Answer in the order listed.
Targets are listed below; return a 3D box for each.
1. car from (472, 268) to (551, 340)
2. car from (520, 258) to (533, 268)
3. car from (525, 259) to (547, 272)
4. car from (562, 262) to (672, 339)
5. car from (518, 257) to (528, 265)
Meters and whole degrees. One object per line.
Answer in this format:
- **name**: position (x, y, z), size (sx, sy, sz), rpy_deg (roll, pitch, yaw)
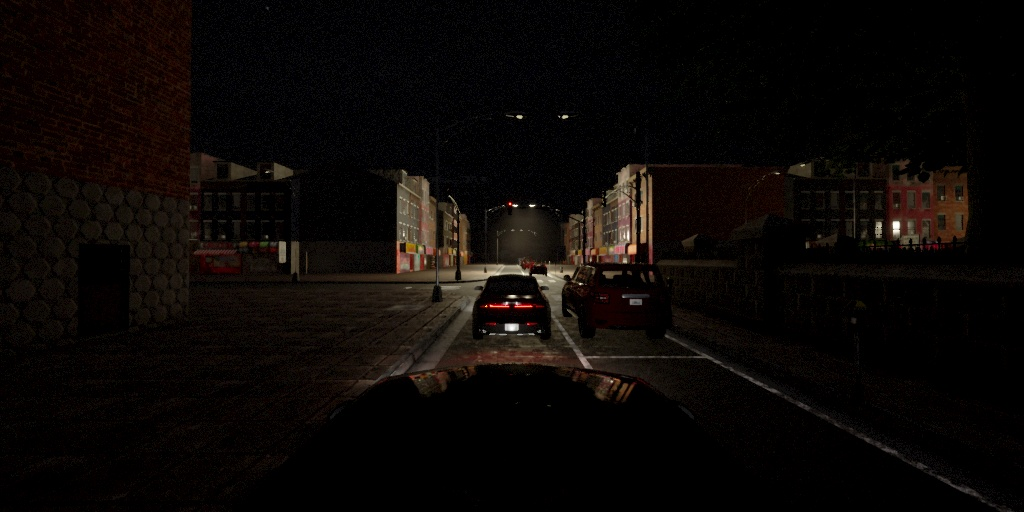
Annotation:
- **car**: position (-0.009, 1.258, 9.995), size (1.837, 1.490, 4.892), rpy_deg (0, 0, 0)
- **car**: position (2.582, 1.373, 52.777), size (1.888, 1.381, 4.507), rpy_deg (0, 0, 0)
- **car**: position (2.600, 1.334, 36.465), size (1.888, 1.381, 4.507), rpy_deg (0, 0, 0)
- **car**: position (2.629, 1.068, 10.036), size (2.192, 1.841, 5.009), rpy_deg (0, 0, 0)
- **car**: position (2.576, 1.158, 58.214), size (2.192, 1.841, 5.009), rpy_deg (0, 0, 0)
